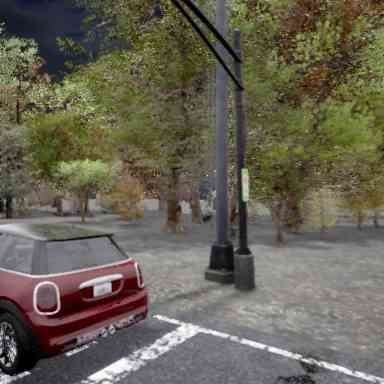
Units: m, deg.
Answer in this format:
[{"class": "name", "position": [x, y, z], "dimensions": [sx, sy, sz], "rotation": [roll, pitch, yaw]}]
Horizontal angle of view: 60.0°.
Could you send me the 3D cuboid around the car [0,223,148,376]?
[{"class": "car", "position": [-2.963, 1.323, 5.829], "dimensions": [4.553, 1.767, 2.097], "rotation": [1, 0, 35]}]
